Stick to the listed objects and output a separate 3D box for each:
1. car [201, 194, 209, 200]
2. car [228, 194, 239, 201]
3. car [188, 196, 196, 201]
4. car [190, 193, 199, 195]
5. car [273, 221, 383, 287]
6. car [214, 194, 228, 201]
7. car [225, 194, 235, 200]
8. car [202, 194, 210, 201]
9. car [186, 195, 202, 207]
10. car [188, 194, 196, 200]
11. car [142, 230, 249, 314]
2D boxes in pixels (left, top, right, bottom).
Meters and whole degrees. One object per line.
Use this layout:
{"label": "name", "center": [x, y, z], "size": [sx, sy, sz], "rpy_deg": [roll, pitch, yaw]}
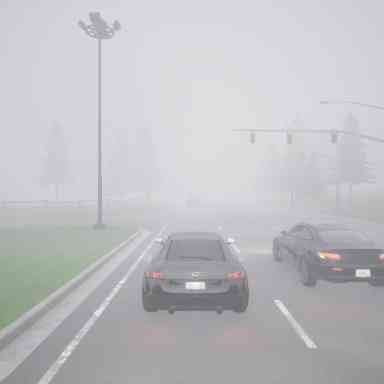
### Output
{"label": "car", "center": [3.520, 1.358, 92.169], "size": [2.128, 1.511, 4.902], "rpy_deg": [0, 0, 0]}
{"label": "car", "center": [10.518, 1.517, 82.164], "size": [1.812, 1.442, 4.674], "rpy_deg": [0, 0, 0]}
{"label": "car", "center": [0.018, 1.588, 82.197], "size": [1.895, 1.301, 4.718], "rpy_deg": [0, 0, 0]}
{"label": "car", "center": [0.429, 1.223, 66.006], "size": [2.150, 2.045, 5.566], "rpy_deg": [0, 0, 0]}
{"label": "car", "center": [3.581, 1.526, 9.233], "size": [1.812, 1.442, 4.674], "rpy_deg": [0, 0, 0]}
{"label": "car", "center": [7.018, 1.517, 82.165], "size": [1.812, 1.442, 4.674], "rpy_deg": [0, 0, 0]}
{"label": "car", "center": [10.520, 1.372, 92.168], "size": [2.033, 1.411, 5.357], "rpy_deg": [0, 0, 0]}
{"label": "car", "center": [3.518, 1.545, 82.166], "size": [1.994, 1.385, 4.181], "rpy_deg": [0, 0, 0]}
{"label": "car", "center": [0.011, 1.548, 51.130], "size": [2.033, 1.411, 5.357], "rpy_deg": [0, 0, 0]}
{"label": "car", "center": [0.020, 1.358, 92.170], "size": [2.128, 1.511, 4.902], "rpy_deg": [0, 0, 0]}
{"label": "car", "center": [0.072, 1.564, 7.687], "size": [1.994, 1.385, 4.181], "rpy_deg": [0, 0, 0]}
